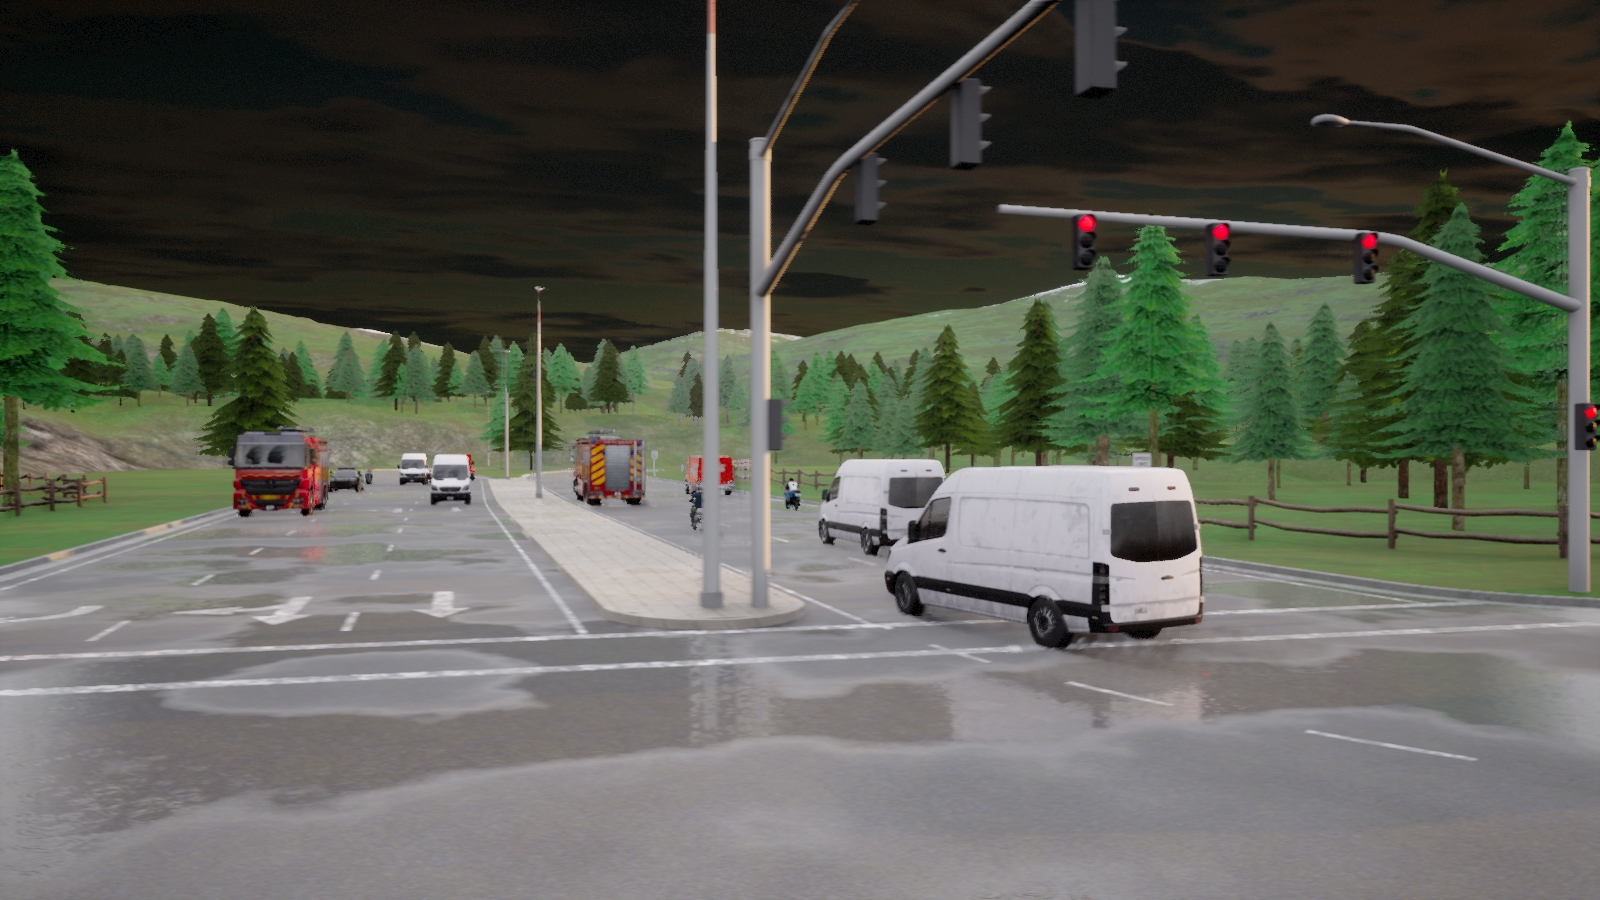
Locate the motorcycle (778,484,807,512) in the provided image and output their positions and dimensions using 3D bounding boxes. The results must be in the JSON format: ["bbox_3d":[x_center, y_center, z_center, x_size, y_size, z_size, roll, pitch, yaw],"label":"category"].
[{"bbox_3d":[-0.352,2.186,52.487,0.803,1.199,2.033,0,0,-17],"label":"motorcycle"}]

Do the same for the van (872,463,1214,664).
[{"bbox_3d":[3.535,1.533,18.130,1.988,2.561,5.915,-1,0,-27],"label":"van"}]

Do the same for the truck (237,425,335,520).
[{"bbox_3d":[-22.451,0.894,50.327,2.891,3.827,8.468,0,0,-17],"label":"truck"}]

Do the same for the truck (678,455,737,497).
[{"bbox_3d":[-5.749,1.568,70.477,2.627,2.467,5.204,0,0,-16],"label":"truck"}]

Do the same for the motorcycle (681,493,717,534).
[{"bbox_3d":[-3.447,2.142,38.880,0.856,1.316,1.805,0,0,-17],"label":"motorcycle"}]

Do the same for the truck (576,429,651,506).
[{"bbox_3d":[-10.112,0.892,61.306,2.891,3.827,8.468,0,0,-17],"label":"truck"}]

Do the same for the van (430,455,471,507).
[{"bbox_3d":[-18.255,1.537,59.776,1.988,2.561,5.915,0,0,-16],"label":"van"}]

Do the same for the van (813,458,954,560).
[{"bbox_3d":[2.202,1.534,32.357,1.988,2.561,5.915,0,0,-17],"label":"van"}]
